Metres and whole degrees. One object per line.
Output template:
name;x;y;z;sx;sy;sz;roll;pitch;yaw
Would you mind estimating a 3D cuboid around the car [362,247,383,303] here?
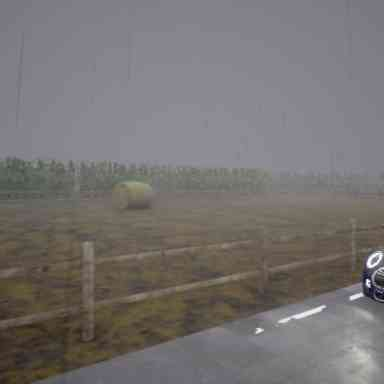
car;5.628;1.352;7.081;4.553;1.767;2.097;0;0;-35
